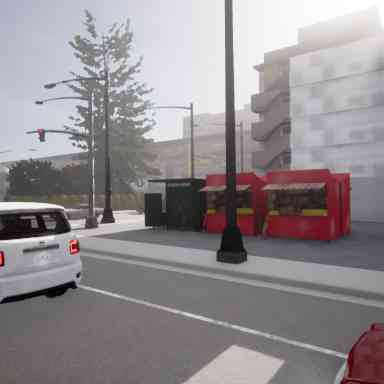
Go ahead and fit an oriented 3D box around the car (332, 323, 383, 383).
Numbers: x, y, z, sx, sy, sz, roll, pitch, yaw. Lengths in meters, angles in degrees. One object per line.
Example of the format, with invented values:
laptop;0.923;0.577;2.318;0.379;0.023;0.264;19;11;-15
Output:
car;3.232;1.601;1.679;4.718;1.301;1.895;0;0;35

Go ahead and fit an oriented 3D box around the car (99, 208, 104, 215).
car;-10.122;1.732;29.407;1.895;1.301;4.718;-1;-1;36

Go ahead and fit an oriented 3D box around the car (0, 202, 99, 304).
car;-4.784;1.234;7.361;5.566;2.045;2.150;0;0;36

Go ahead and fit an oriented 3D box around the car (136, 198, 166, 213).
car;-4.161;1.482;37.621;2.097;1.767;4.553;-1;-1;36
